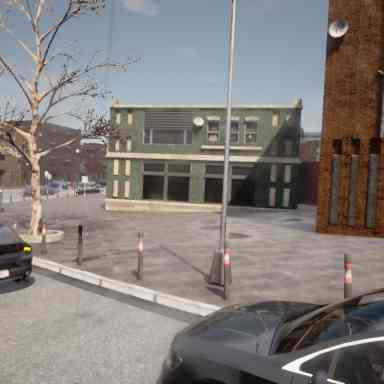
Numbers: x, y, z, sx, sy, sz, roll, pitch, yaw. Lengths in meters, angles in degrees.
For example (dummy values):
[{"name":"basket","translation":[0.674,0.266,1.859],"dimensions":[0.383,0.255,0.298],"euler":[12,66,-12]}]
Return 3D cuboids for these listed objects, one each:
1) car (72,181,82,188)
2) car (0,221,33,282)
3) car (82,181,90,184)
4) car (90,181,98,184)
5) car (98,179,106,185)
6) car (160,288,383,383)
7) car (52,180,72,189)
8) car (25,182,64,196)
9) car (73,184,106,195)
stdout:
[{"name":"car","translation":[-26.009,-1.475,68.519],"dimensions":[5.008,1.535,2.097],"euler":[3,2,20]},{"name":"car","translation":[-5.861,1.405,8.472],"dimensions":[4.892,1.490,1.837],"euler":[2,1,39]},{"name":"car","translation":[-25.042,-1.505,71.100],"dimensions":[4.674,1.452,2.002],"euler":[3,3,20]},{"name":"car","translation":[-24.046,-1.739,73.666],"dimensions":[4.553,1.767,2.185],"euler":[3,3,20]},{"name":"car","translation":[-23.123,-1.688,76.272],"dimensions":[4.892,1.521,2.231],"euler":[3,3,20]},{"name":"car","translation":[1.945,1.505,2.427],"dimensions":[4.892,1.490,1.837],"euler":[0,0,36]},{"name":"car","translation":[-26.933,-1.533,65.913],"dimensions":[4.553,1.767,2.185],"euler":[3,3,20]},{"name":"car","translation":[-20.350,-0.223,45.305],"dimensions":[2.033,1.411,5.357],"euler":[3,2,13]},{"name":"car","translation":[-15.624,-0.193,51.203],"dimensions":[1.895,1.301,4.718],"euler":[3,2,17]}]
